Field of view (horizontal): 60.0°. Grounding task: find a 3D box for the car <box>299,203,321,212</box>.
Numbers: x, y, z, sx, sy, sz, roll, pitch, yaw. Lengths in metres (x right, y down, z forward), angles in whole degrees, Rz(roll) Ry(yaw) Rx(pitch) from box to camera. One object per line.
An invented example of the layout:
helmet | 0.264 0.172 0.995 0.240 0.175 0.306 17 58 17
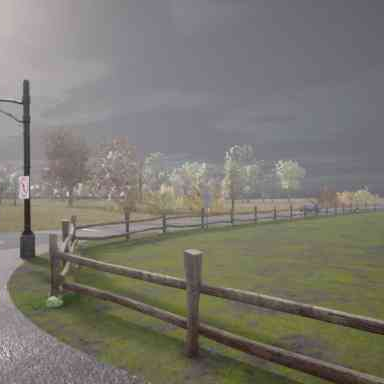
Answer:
car | 18.897 2.449 52.982 2.033 1.411 5.357 -1 -2 40
